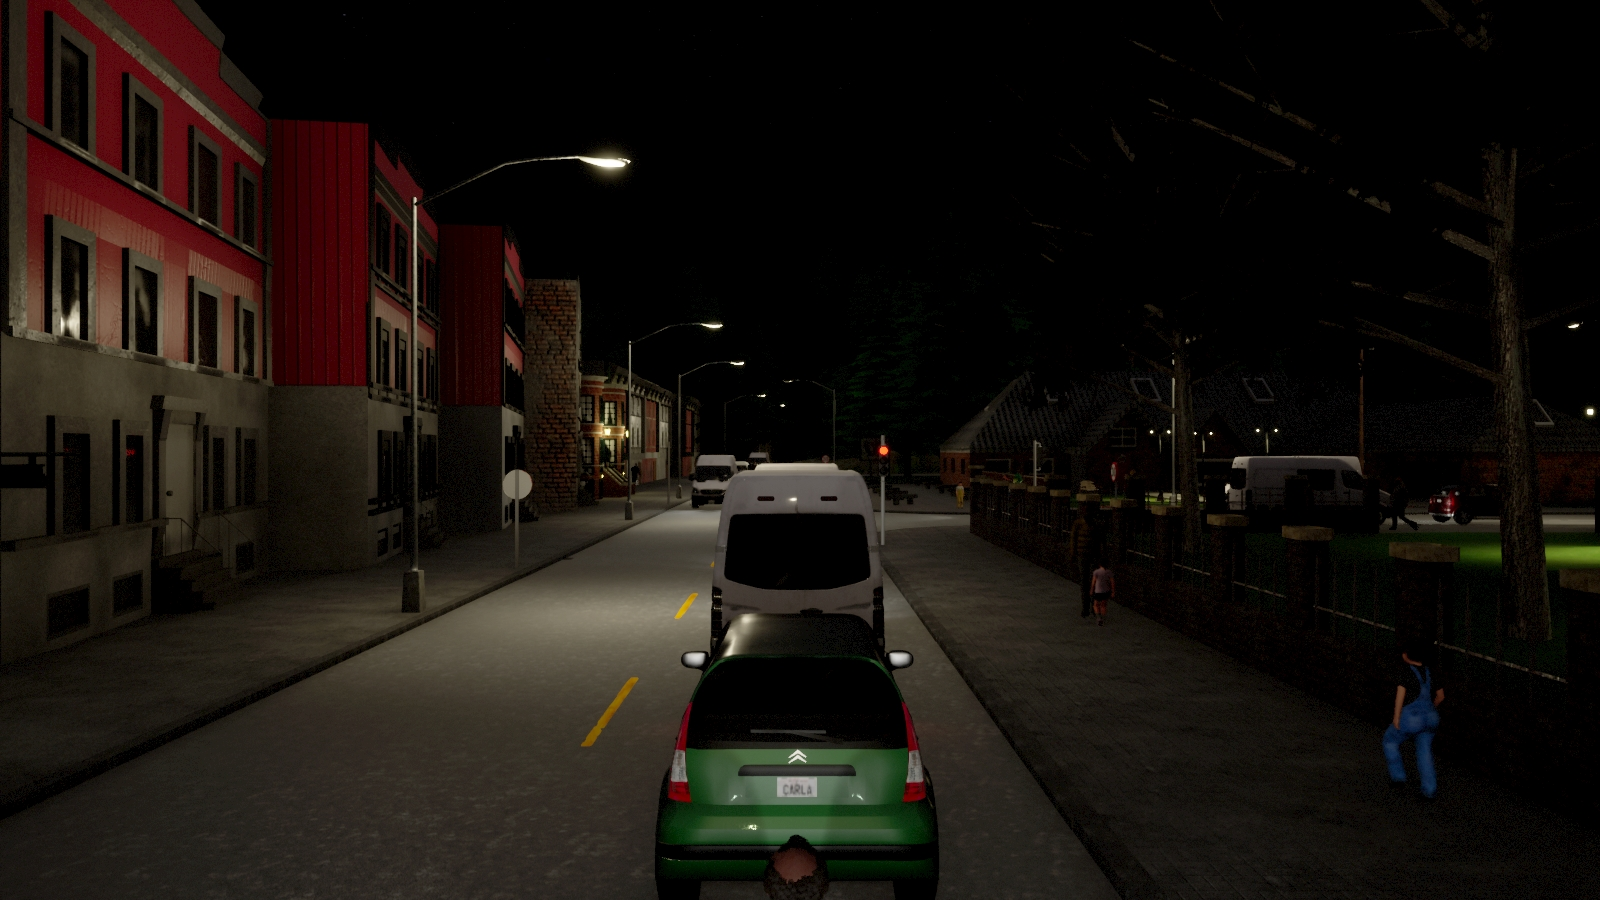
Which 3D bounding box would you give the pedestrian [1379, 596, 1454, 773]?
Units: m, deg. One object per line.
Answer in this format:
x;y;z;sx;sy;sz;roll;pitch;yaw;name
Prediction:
4.784;1.805;8.876;0.375;1.300;0.375;0;0;0;pedestrian

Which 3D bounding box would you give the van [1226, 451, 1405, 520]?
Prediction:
19.552;1.314;43.543;5.915;2.561;1.988;0;0;1;van

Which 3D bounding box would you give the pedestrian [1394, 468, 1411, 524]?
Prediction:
20.085;1.525;38.095;0.375;1.860;0.375;0;0;0;pedestrian

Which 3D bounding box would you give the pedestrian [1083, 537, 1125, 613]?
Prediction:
4.640;1.904;17.455;0.500;1.100;0.500;0;0;-1;pedestrian

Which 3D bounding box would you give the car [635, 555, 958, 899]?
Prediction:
-0.023;1.779;8.527;1.851;1.617;3.988;0;0;0;car

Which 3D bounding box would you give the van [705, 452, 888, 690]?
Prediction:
-0.048;1.314;15.312;1.988;2.561;5.915;0;0;0;van

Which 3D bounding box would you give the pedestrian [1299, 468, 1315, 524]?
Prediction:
16.928;1.525;38.124;0.375;1.860;0.375;0;0;2;pedestrian

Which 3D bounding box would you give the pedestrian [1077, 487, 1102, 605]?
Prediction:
4.634;1.525;18.285;0.375;1.860;0.375;0;0;13;pedestrian
